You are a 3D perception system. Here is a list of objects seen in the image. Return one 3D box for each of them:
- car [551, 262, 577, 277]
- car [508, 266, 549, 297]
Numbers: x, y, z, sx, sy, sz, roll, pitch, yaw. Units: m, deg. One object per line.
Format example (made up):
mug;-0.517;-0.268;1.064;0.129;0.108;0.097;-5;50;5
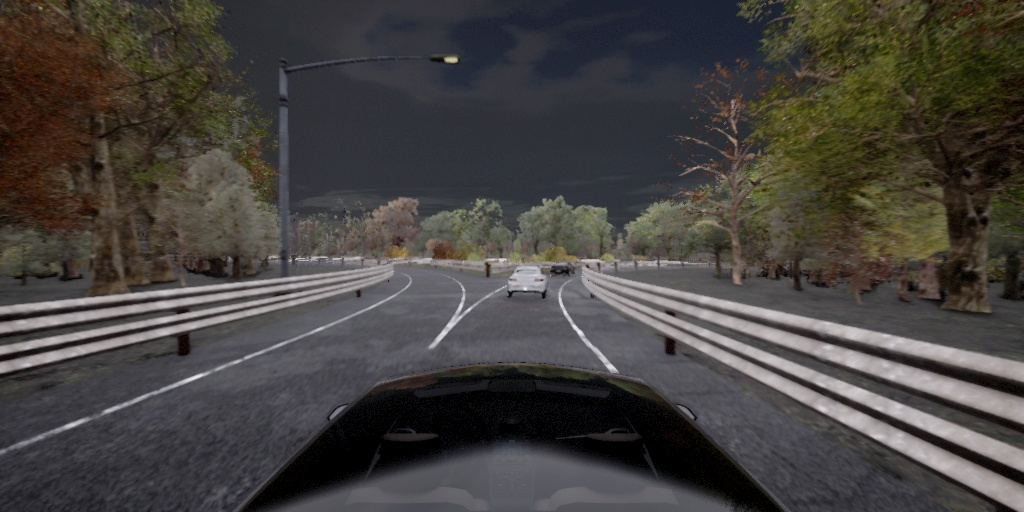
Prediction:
car;5.548;1.331;38.013;1.882;1.535;5.008;-1;-1;21
car;0.904;1.247;18.470;1.812;1.442;4.674;0;0;8
